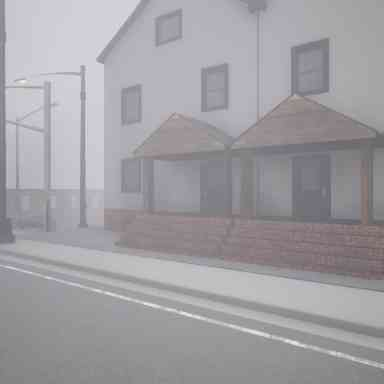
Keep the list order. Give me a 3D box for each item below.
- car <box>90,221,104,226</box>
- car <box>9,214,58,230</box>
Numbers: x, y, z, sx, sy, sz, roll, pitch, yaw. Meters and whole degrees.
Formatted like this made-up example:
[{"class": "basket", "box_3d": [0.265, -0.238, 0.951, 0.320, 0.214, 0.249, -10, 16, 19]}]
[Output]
[{"class": "car", "box_3d": [-8.950, 3.820, 36.397, 2.097, 1.767, 4.553, 0, -12, 35]}, {"class": "car", "box_3d": [-14.051, 2.655, 29.306, 1.994, 1.385, 4.181, 0, -9, 36]}]
